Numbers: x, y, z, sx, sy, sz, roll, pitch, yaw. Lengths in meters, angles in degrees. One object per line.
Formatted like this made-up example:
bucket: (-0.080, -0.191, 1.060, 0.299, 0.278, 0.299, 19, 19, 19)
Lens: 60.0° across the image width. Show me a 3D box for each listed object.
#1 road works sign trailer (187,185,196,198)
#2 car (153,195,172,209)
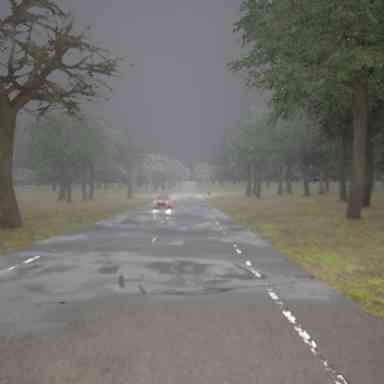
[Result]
road works sign trailer: (-0.025, -0.267, 88.743, 2.380, 3.560, 2.880, 0, 1, 0)
car: (-3.595, 1.167, 40.931, 2.097, 1.767, 4.553, 0, 0, 0)
